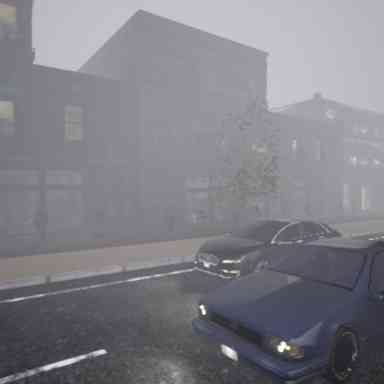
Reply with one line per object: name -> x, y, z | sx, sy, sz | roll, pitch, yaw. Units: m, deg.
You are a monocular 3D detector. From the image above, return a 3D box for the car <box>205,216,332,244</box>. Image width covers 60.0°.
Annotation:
car -> 2.326, 1.486, 9.338 | 4.892, 1.490, 1.837 | 0, 0, -36

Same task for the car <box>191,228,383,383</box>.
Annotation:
car -> 2.615, 1.534, 5.552 | 5.357, 1.411, 2.033 | 0, 0, -35
